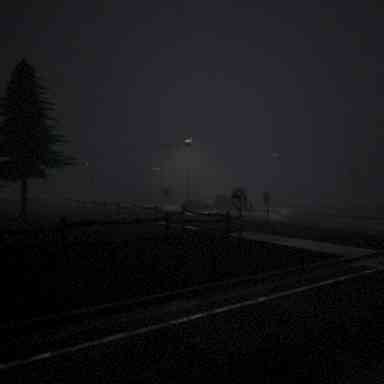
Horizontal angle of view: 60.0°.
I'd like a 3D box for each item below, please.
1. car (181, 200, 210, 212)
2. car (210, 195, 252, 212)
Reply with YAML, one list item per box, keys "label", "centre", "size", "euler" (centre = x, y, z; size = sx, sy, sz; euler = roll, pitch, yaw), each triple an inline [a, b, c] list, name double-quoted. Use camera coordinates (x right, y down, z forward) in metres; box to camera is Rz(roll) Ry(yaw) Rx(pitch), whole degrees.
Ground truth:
- label: "car"
  centre: [0.608, 1.718, 42.897]
  size: [2.033, 1.411, 5.357]
  euler: [0, 0, -35]
- label: "car"
  centre: [5.164, 1.414, 42.477]
  size: [2.150, 2.045, 5.566]
  euler: [0, 0, -35]
